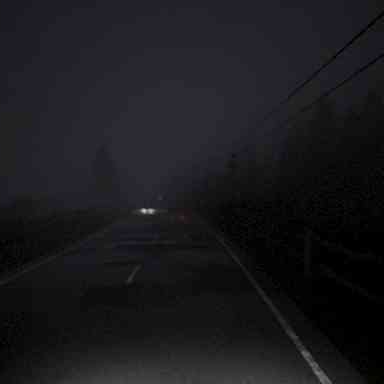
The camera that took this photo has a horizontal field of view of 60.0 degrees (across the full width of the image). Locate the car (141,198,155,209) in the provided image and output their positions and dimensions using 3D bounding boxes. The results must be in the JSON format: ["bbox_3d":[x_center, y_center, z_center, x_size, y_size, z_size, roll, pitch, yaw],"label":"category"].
[{"bbox_3d":[-6.926,1.763,51.943,2.128,1.511,4.902,0,0,-8],"label":"car"}]

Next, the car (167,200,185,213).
[{"bbox_3d":[-1.945,1.700,39.690,2.128,1.511,4.902,0,0,-6],"label":"car"}]
